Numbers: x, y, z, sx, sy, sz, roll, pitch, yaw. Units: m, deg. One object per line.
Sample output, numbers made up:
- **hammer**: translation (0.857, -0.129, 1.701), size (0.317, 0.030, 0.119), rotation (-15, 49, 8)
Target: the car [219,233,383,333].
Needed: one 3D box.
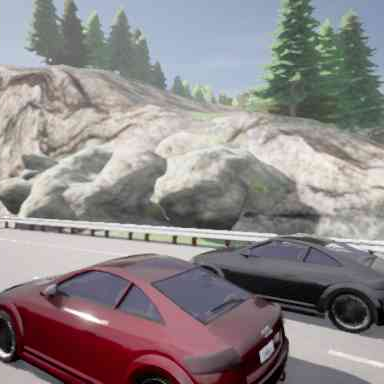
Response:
- **car**: translation (1.871, 1.550, 6.802), size (4.181, 1.385, 1.994), rotation (0, 0, 35)

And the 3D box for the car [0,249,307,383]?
- **car**: translation (-0.897, 1.558, 4.466), size (4.181, 1.385, 1.994), rotation (0, 0, 35)
